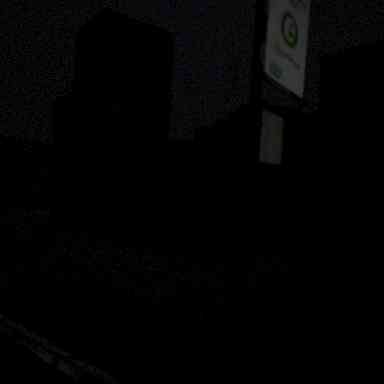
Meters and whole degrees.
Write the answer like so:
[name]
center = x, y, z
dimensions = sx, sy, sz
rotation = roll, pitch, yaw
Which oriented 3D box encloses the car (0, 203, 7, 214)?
[car]
center = -25.107, 2.009, 41.439
dimensions = 2.128, 1.511, 4.902
rotation = 4, -2, 2
